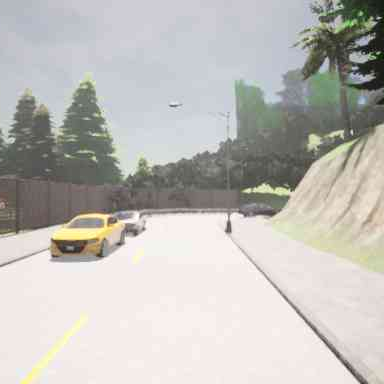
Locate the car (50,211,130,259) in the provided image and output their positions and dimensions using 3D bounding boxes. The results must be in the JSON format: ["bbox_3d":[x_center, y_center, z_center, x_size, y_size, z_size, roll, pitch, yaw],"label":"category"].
[{"bbox_3d":[-4.074,1.654,13.658,1.882,1.535,5.008,0,-1,0],"label":"car"}]

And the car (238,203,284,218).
[{"bbox_3d":[7.283,1.944,35.089,4.902,1.511,2.128,0,-1,-13],"label":"car"}]

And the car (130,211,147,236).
[{"bbox_3d":[-3.974,1.864,20.407,1.895,1.301,4.718,0,-1,0],"label":"car"}]
